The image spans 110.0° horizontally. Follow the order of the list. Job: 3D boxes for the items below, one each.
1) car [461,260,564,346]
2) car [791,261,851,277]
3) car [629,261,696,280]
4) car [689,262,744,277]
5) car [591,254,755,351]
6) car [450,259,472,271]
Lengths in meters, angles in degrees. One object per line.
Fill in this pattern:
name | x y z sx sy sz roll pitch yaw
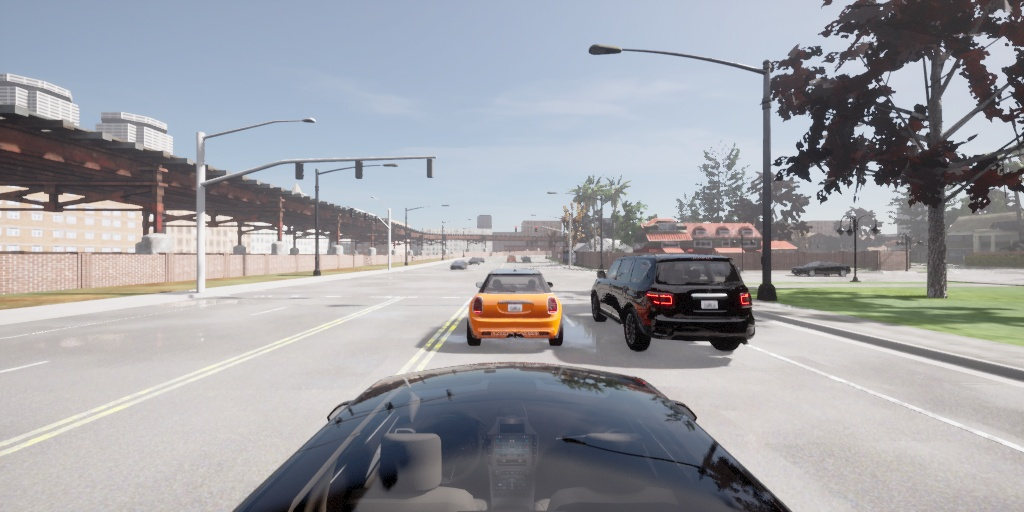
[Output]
car | 0.071 1.102 9.603 2.097 1.767 4.553 0 0 0
car | 30.300 1.228 35.244 5.008 1.535 1.882 0 0 -1
car | 12.977 1.233 31.120 5.008 1.535 1.882 0 0 1
car | 19.856 1.315 34.967 4.181 1.385 1.994 0 0 -2
car | 3.572 0.971 9.146 2.150 2.045 5.566 0 0 0
car | -7.153 1.240 48.522 2.033 1.411 5.357 0 0 0
